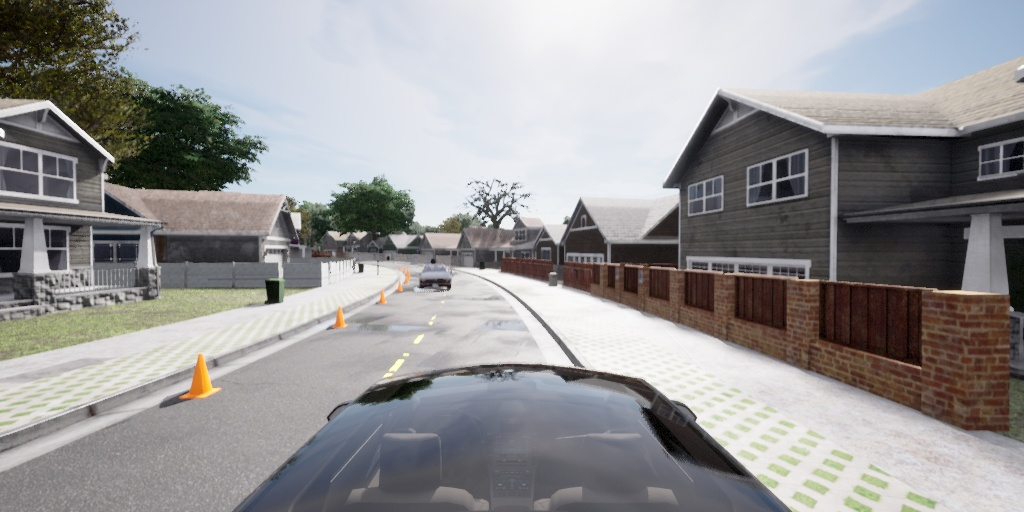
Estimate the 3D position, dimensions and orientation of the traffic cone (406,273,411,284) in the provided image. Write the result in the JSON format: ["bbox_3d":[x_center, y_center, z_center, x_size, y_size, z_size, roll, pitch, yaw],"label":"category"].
[{"bbox_3d":[-7.182,1.605,24.506,0.340,0.580,0.340,0,0,-13],"label":"traffic cone"}]

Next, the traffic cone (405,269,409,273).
[{"bbox_3d":[-8.413,1.560,29.232,0.340,0.580,0.340,0,0,-16],"label":"traffic cone"}]

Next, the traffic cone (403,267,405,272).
[{"bbox_3d":[-9.864,1.513,33.895,0.340,0.580,0.340,0,0,-19],"label":"traffic cone"}]

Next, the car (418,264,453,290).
[{"bbox_3d":[-4.672,1.214,22.044,2.033,1.411,5.357,0,0,-12],"label":"car"}]

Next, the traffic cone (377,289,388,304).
[{"bbox_3d":[-5.386,1.670,14.908,0.340,0.580,0.340,0,0,-8],"label":"traffic cone"}]

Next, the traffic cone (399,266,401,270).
[{"bbox_3d":[-13.414,1.423,42.992,0.340,0.580,0.340,0,0,-24],"label":"traffic cone"}]

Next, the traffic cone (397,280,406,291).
[{"bbox_3d":[-6.172,1.642,19.728,0.340,0.580,0.340,0,0,-11],"label":"traffic cone"}]

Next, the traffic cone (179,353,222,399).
[{"bbox_3d":[-4.497,1.703,5.183,0.340,0.580,0.340,0,0,-3],"label":"traffic cone"}]

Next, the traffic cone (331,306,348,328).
[{"bbox_3d":[-4.828,1.691,10.056,0.340,0.580,0.340,0,0,-5],"label":"traffic cone"}]
